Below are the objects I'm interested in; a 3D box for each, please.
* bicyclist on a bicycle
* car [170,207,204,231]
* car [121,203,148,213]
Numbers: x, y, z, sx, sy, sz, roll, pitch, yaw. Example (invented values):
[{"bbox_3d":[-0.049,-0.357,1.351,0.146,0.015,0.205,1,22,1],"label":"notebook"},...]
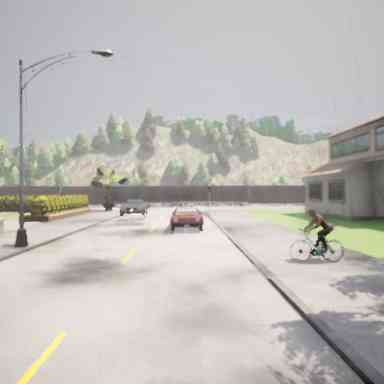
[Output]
[{"bbox_3d":[3.743,1.318,9.978,1.656,1.620,0.582,0,0,-1],"label":"bicyclist on a bicycle"},{"bbox_3d":[-0.325,1.577,20.479,1.895,1.301,4.718,0,0,-1],"label":"car"},{"bbox_3d":[-4.569,1.195,26.798,1.994,1.385,4.181,0,0,-1],"label":"car"}]
